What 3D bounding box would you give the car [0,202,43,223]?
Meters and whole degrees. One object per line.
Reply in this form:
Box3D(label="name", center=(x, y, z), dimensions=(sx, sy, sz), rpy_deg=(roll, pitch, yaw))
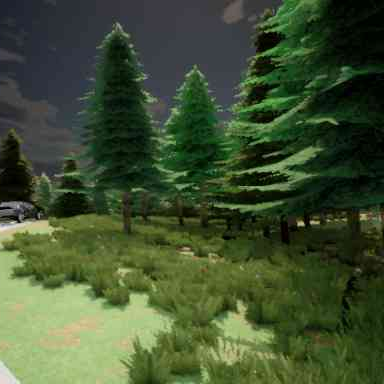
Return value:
Box3D(label="car", center=(-12.503, 1.482, 23.982), dimensions=(2.128, 1.511, 4.902), rpy_deg=(-4, -2, -1))
